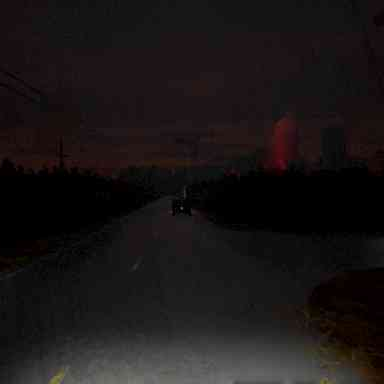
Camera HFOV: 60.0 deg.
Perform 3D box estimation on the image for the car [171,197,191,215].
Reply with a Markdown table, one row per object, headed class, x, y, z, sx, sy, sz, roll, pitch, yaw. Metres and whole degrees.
| class | x | y | z | sx | sy | sz | roll | pitch | yaw |
| --- | --- | --- | --- | --- | --- | --- | --- | --- | --- |
| car | -1.093 | 1.549 | 33.623 | 2.033 | 1.411 | 5.357 | 0 | 0 | -3 |
